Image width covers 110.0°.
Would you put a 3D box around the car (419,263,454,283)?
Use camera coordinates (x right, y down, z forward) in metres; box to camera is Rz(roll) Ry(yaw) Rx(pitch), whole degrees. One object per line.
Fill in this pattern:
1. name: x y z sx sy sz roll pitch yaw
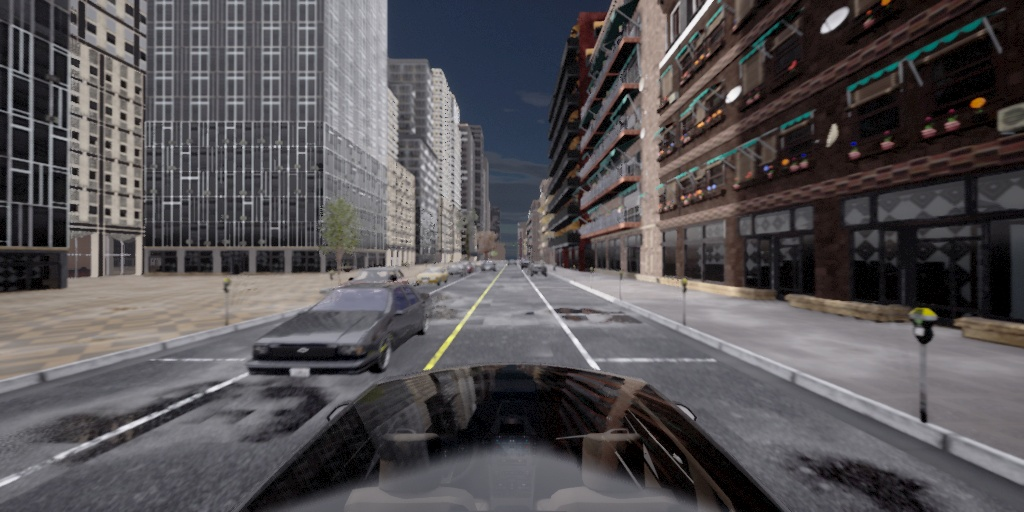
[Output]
1. car: -5.681 1.347 25.946 1.751 1.417 4.829 0 0 0

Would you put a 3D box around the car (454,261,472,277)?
1. car: -5.676 1.408 37.182 2.007 1.370 4.403 0 0 0

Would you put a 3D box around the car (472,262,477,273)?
1. car: -5.673 1.316 42.714 1.967 1.591 4.097 0 0 0

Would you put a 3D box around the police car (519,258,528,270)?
1. police car: 2.391 1.357 58.089 1.930 1.638 5.238 0 0 0

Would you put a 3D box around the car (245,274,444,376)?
1. car: -3.091 1.314 7.892 2.033 1.411 5.357 0 0 0

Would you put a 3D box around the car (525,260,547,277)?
1. car: 2.705 1.409 37.177 2.007 1.370 4.403 0 0 0

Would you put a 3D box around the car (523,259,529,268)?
1. car: 2.707 1.428 42.710 2.007 1.370 4.403 0 0 0

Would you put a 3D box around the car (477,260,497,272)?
1. car: -3.059 1.385 47.736 2.128 1.511 4.902 0 0 0

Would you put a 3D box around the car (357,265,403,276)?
1. car: -5.686 1.227 15.050 1.967 1.591 4.097 0 0 0
